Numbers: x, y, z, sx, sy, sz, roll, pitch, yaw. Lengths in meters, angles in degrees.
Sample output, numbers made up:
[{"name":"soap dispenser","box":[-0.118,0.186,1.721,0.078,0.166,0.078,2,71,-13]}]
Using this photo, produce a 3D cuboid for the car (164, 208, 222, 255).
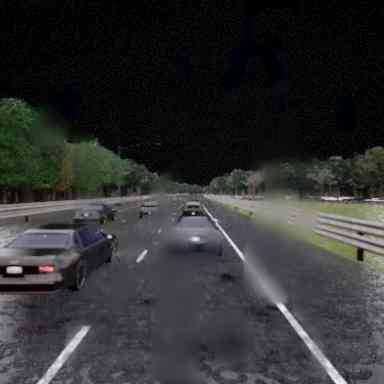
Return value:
[{"name":"car","box":[0.099,1.561,13.265,1.994,1.385,4.181,0,0,0]}]

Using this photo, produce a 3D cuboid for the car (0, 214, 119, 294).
[{"name":"car","box":[-3.397,1.545,8.889,2.033,1.411,5.357,0,0,0]}]

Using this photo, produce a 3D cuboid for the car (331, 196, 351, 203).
[{"name":"car","box":[36.104,1.793,81.179,1.882,1.535,5.008,0,0,-33]}]

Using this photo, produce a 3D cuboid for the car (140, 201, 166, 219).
[{"name":"car","box":[-3.400,1.493,29.224,2.128,1.511,4.902,0,0,0]}]

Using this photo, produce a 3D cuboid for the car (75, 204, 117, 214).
[{"name":"car","box":[-6.905,1.547,24.293,2.033,1.411,5.357,0,0,0]}]

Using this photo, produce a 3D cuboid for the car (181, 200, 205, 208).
[{"name":"car","box":[0.100,1.506,29.363,1.837,1.490,4.892,0,0,0]}]
